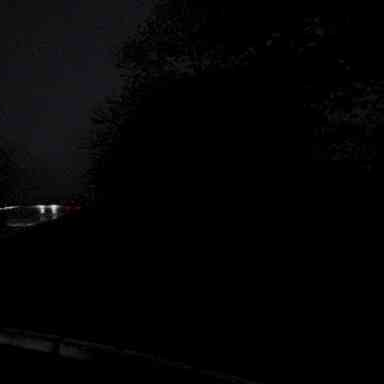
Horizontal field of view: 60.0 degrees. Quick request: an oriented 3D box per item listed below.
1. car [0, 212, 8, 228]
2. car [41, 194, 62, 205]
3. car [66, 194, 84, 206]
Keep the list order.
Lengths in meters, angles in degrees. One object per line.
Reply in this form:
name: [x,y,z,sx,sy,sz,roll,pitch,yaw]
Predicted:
car: [-11.364,1.375,17.426,1.812,1.442,4.674,-1,1,-8]
car: [-19.440,1.028,46.184,1.837,1.490,4.892,-1,0,-9]
car: [-15.612,1.024,44.783,1.812,1.442,4.674,-1,1,-9]
